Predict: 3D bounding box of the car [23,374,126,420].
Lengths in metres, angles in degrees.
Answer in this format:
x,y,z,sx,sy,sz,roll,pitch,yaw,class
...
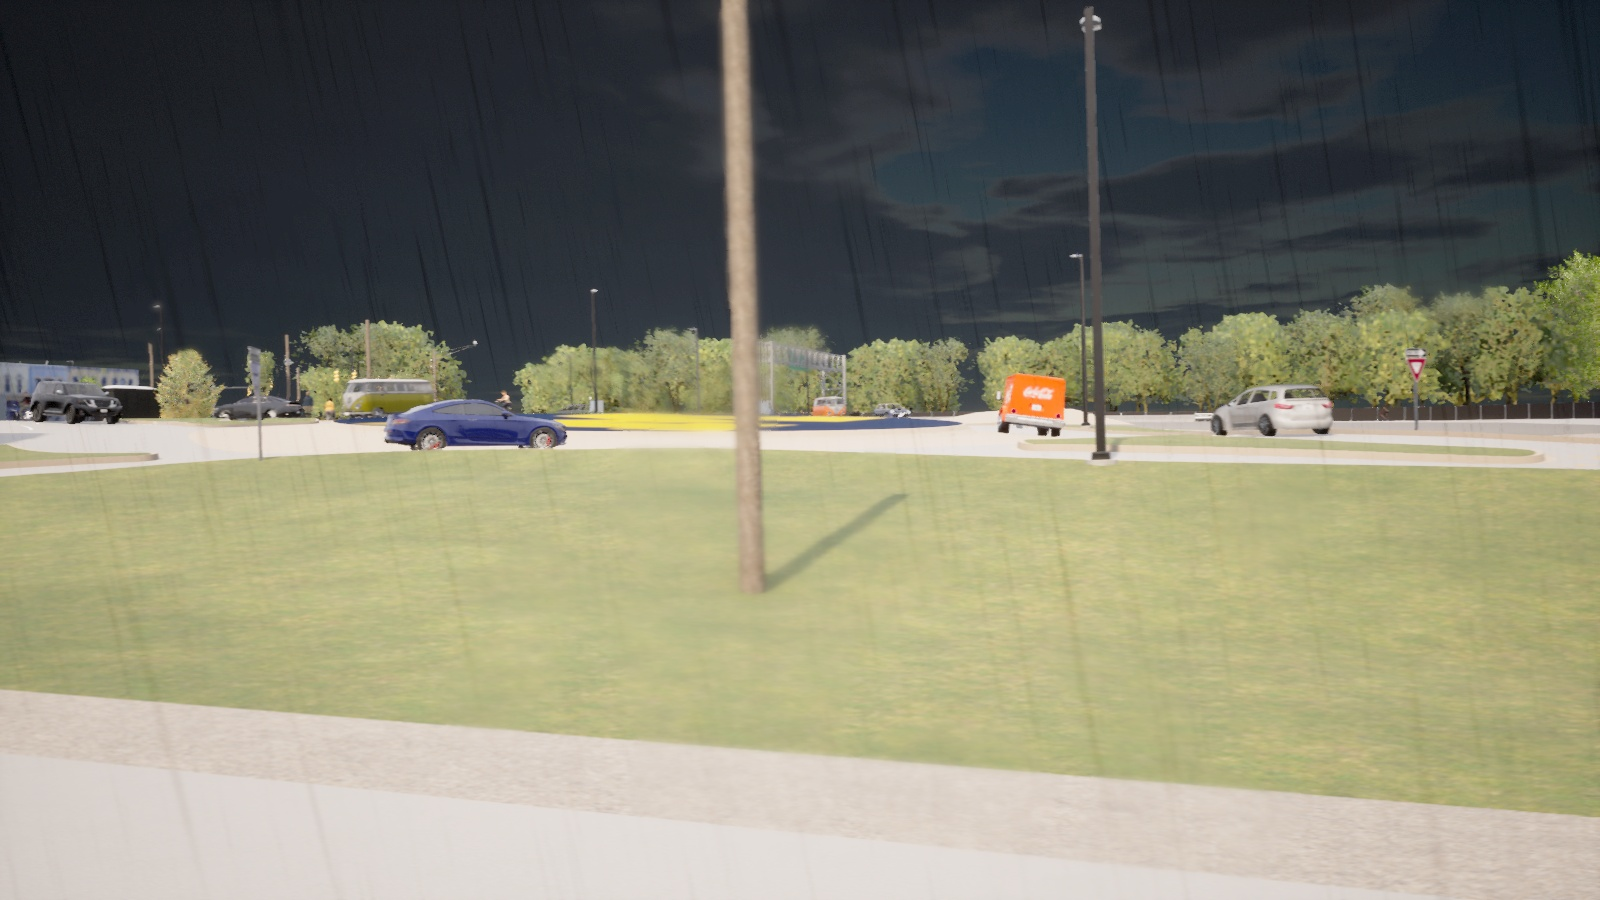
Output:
x,y,z,sx,sy,sz,roll,pitch,yaw,class
-35.281,-2.574,61.033,5.566,2.045,2.150,3,2,35,car

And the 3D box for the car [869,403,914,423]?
x,y,z,sx,sy,sz,roll,pitch,yaw,class
6.897,-2.786,95.113,1.970,1.475,3.806,0,1,-20,car

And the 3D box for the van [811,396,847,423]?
x,y,z,sx,sy,sz,roll,pitch,yaw,class
2.245,-3.124,97.954,1.775,1.987,4.442,0,1,-13,van

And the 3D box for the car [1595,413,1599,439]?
x,y,z,sx,sy,sz,roll,pitch,yaw,class
51.383,-1.445,77.078,5.008,1.535,1.882,0,3,-24,car

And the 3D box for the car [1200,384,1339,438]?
x,y,z,sx,sy,sz,roll,pitch,yaw,class
15.586,-1.256,42.009,2.242,1.667,4.611,-2,1,-11,car

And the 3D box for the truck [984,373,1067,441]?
x,y,z,sx,sy,sz,roll,pitch,yaw,class
9.661,-1.801,54.294,2.627,2.467,5.204,7,1,3,truck

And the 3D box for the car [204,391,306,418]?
x,y,z,sx,sy,sz,roll,pitch,yaw,class
-30.893,-2.574,71.247,4.902,1.511,2.128,0,0,8,car

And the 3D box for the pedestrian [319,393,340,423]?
x,y,z,sx,sy,sz,roll,pitch,yaw,class
-29.613,-2.658,79.066,0.874,1.855,0.900,-1,0,11,pedestrian

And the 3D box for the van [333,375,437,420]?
x,y,z,sx,sy,sz,roll,pitch,yaw,class
-19.324,-2.455,58.637,1.775,1.987,4.442,0,2,32,van

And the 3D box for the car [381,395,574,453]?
x,y,z,sx,sy,sz,roll,pitch,yaw,class
-8.472,-0.662,33.018,4.674,1.442,1.812,0,1,-24,car

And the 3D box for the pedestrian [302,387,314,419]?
x,y,z,sx,sy,sz,roll,pitch,yaw,class
-29.318,-2.799,74.833,0.402,1.842,0.726,-1,0,-4,pedestrian
